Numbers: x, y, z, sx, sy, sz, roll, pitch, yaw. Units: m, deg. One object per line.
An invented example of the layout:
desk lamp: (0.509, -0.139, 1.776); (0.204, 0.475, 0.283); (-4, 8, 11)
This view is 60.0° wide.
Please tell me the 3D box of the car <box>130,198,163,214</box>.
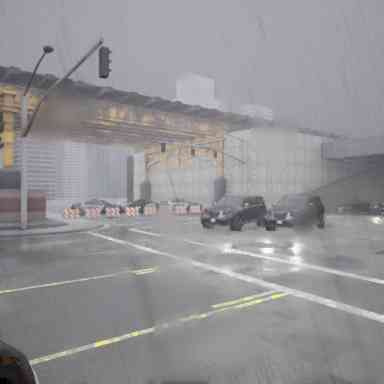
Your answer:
car: (-5.227, 1.453, 34.795); (2.038, 1.542, 4.974); (0, 0, 18)

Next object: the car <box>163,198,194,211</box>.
car: (-1.376, 1.295, 38.556); (4.536, 1.218, 1.853); (0, 0, -7)

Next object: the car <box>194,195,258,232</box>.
car: (2.783, 1.221, 20.663); (2.150, 2.045, 5.566); (0, 0, 36)

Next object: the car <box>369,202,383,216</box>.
car: (19.160, 1.352, 31.488); (4.553, 1.767, 2.097); (0, 0, -37)

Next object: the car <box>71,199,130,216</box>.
car: (-8.967, 1.453, 32.102); (4.974, 1.542, 2.038); (0, 0, 8)

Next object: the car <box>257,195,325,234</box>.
car: (6.182, 1.221, 19.611); (2.150, 2.045, 5.566); (0, 0, 36)

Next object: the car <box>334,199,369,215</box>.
car: (16.373, 1.491, 33.767); (4.902, 1.511, 2.128); (0, 0, -37)

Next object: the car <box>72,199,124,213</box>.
car: (-9.018, 1.295, 32.109); (4.536, 1.218, 1.853); (0, 0, 8)

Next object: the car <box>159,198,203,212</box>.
car: (-1.325, 1.453, 38.563); (4.974, 1.542, 2.038); (0, 0, -7)

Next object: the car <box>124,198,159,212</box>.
car: (-5.211, 1.295, 34.845); (1.853, 1.218, 4.536); (0, 0, 18)

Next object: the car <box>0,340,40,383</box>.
car: (-3.294, 1.492, 1.421); (4.902, 1.511, 2.128); (0, 0, -35)
